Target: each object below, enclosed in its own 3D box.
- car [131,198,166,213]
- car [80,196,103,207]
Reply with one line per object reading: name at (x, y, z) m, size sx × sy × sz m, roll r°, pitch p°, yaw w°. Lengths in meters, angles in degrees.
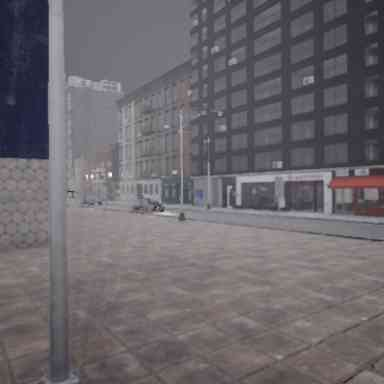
car at (-4.302, 1.313, 32.434) m, size 1.994 × 1.385 × 4.181 m, roll -1°, pitch 0°, yaw -35°
car at (-14.151, 1.228, 46.560) m, size 2.033 × 1.411 × 5.357 m, roll -1°, pitch 0°, yaw -35°
